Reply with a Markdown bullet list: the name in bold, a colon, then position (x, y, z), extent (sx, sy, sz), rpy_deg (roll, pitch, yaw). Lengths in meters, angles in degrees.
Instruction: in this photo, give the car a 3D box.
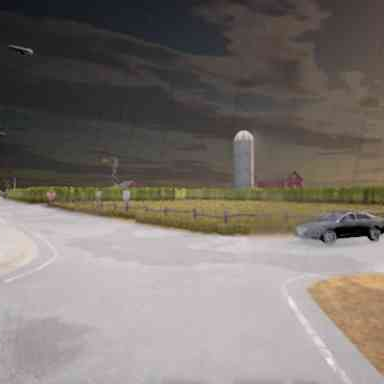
- **car**: position (7.318, 1.668, 16.497), extent (4.902, 1.511, 2.128), rpy_deg (0, 0, -23)
